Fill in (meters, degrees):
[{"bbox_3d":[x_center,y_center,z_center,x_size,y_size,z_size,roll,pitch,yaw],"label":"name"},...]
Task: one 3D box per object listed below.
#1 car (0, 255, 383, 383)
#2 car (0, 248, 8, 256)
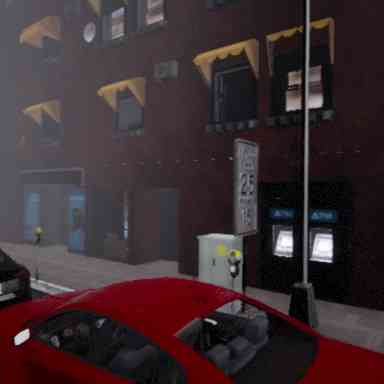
[{"bbox_3d":[-0.521,1.556,3.256,4.507,1.381,1.887,0,1,36],"label":"car"},{"bbox_3d":[-4.802,1.586,6.417,4.313,1.339,1.947,0,1,36],"label":"car"}]
